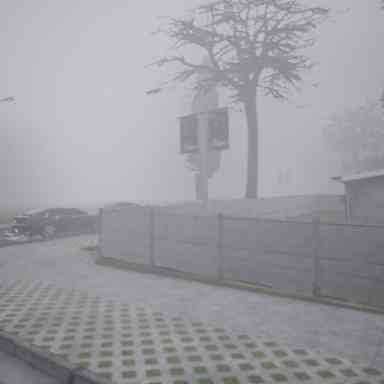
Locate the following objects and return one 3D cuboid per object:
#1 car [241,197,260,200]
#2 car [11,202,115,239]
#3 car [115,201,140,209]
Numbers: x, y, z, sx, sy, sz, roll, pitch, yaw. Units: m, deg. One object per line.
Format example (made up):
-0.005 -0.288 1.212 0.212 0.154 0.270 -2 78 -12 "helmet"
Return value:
7.434 1.209 42.609 1.994 1.385 4.181 -2 0 36 "car"
-6.660 1.483 17.270 1.837 1.490 4.892 -2 0 36 "car"
-5.678 1.469 24.388 1.837 1.490 4.892 -2 0 36 "car"
